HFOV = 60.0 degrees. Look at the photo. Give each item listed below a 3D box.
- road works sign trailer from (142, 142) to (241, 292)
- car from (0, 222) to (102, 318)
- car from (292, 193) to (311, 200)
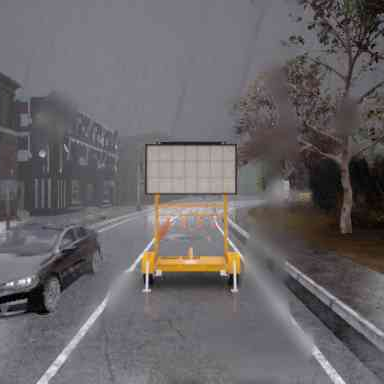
[{"bbox_3d":[-0.021,0.468,8.896,2.380,3.560,2.880,0,0,0],"label":"road works sign trailer"},{"bbox_3d":[-3.494,1.495,7.673,2.128,1.511,4.902,0,0,0],"label":"car"},{"bbox_3d":[25.104,0.889,76.280,5.008,1.535,1.882,-2,0,-32],"label":"car"}]
